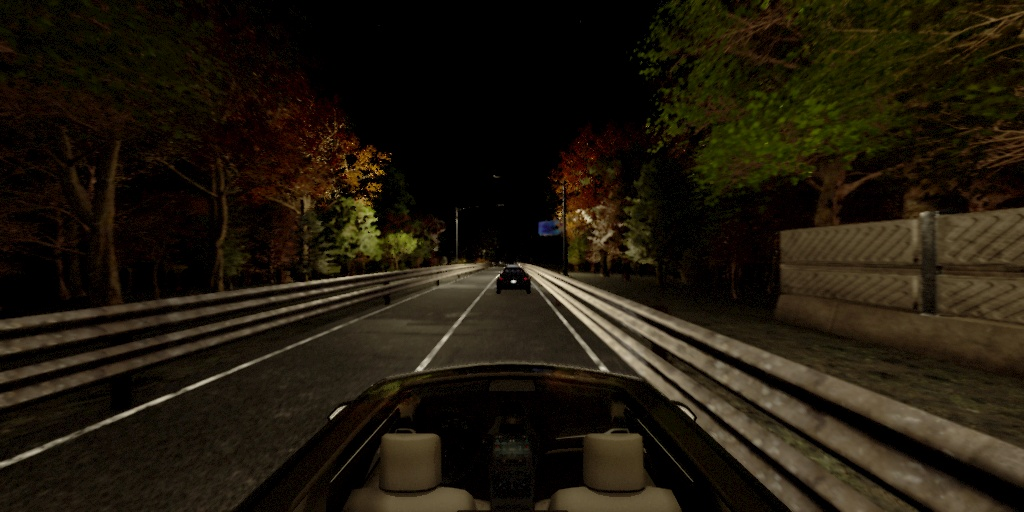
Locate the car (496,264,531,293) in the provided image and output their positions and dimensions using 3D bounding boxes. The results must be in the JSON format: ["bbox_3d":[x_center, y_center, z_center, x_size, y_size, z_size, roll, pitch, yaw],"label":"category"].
[{"bbox_3d":[0.088,1.387,21.513,1.994,1.385,4.181,0,0,0],"label":"car"}]
